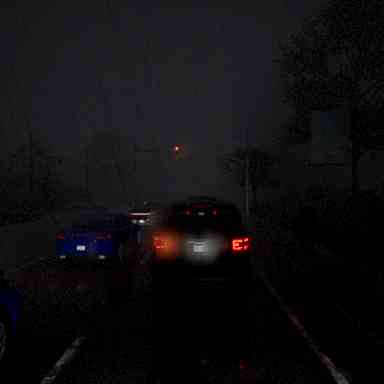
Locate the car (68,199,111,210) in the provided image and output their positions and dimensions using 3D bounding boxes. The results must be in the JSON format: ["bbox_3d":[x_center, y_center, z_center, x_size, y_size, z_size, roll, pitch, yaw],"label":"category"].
[{"bbox_3d":[-11.492,1.525,37.483,4.674,1.442,1.812,0,0,-2],"label":"car"}]

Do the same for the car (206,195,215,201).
[{"bbox_3d":[4.884,1.524,88.862,1.812,1.442,4.674,0,0,11],"label":"car"}]

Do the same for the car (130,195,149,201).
[{"bbox_3d":[-8.017,1.564,48.515,1.994,1.385,4.181,0,0,6],"label":"car"}]

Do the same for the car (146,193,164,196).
[{"bbox_3d":[-6.990,1.221,57.815,2.150,2.045,5.566,0,0,7],"label":"car"}]

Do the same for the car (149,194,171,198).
[{"bbox_3d":[-4.486,1.477,48.648,1.882,1.535,5.008,0,0,6],"label":"car"}]

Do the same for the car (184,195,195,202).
[{"bbox_3d":[-0.536,1.478,78.156,1.882,1.535,5.008,0,0,9],"label":"car"}]

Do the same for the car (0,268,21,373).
[{"bbox_3d":[-3.363,1.221,2.058,2.150,2.045,5.566,0,0,0],"label":"car"}]

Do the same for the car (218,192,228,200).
[{"bbox_3d":[8.399,1.093,88.623,2.150,2.045,5.566,0,0,11],"label":"car"}]

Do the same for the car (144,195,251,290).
[{"bbox_3d":[0.254,1.221,9.228,2.150,2.045,5.566,0,0,1],"label":"car"}]

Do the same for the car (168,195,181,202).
[{"bbox_3d":[-4.052,1.525,78.340,2.128,1.511,4.902,0,0,9],"label":"car"}]

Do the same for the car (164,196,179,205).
[{"bbox_3d":[-3.449,1.526,57.908,1.812,1.442,4.674,0,0,7],"label":"car"}]

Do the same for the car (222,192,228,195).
[{"bbox_3d":[6.611,1.350,78.457,2.097,1.767,4.553,0,0,10],"label":"car"}]

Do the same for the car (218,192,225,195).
[{"bbox_3d":[0.596,1.221,19.560,2.150,2.045,5.566,0,0,2],"label":"car"}]

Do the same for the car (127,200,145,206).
[{"bbox_3d":[-2.806,1.491,21.657,2.128,1.511,4.902,0,0,2],"label":"car"}]

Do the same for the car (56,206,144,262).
[{"bbox_3d":[-3.169,1.478,12.166,1.882,1.535,5.008,0,0,2],"label":"car"}]

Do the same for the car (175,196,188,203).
[{"bbox_3d":[-2.099,1.564,67.897,1.994,1.385,4.181,0,0,9],"label":"car"}]
